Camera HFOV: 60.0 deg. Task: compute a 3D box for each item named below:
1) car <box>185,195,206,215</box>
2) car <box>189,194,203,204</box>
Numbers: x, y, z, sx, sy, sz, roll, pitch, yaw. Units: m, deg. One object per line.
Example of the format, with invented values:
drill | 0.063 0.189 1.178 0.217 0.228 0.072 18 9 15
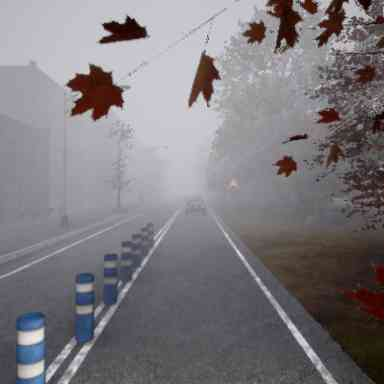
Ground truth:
car | 0.336 1.284 30.452 2.033 1.411 5.357 0 1 1
car | 0.632 1.079 51.604 1.994 1.385 4.181 0 1 1
